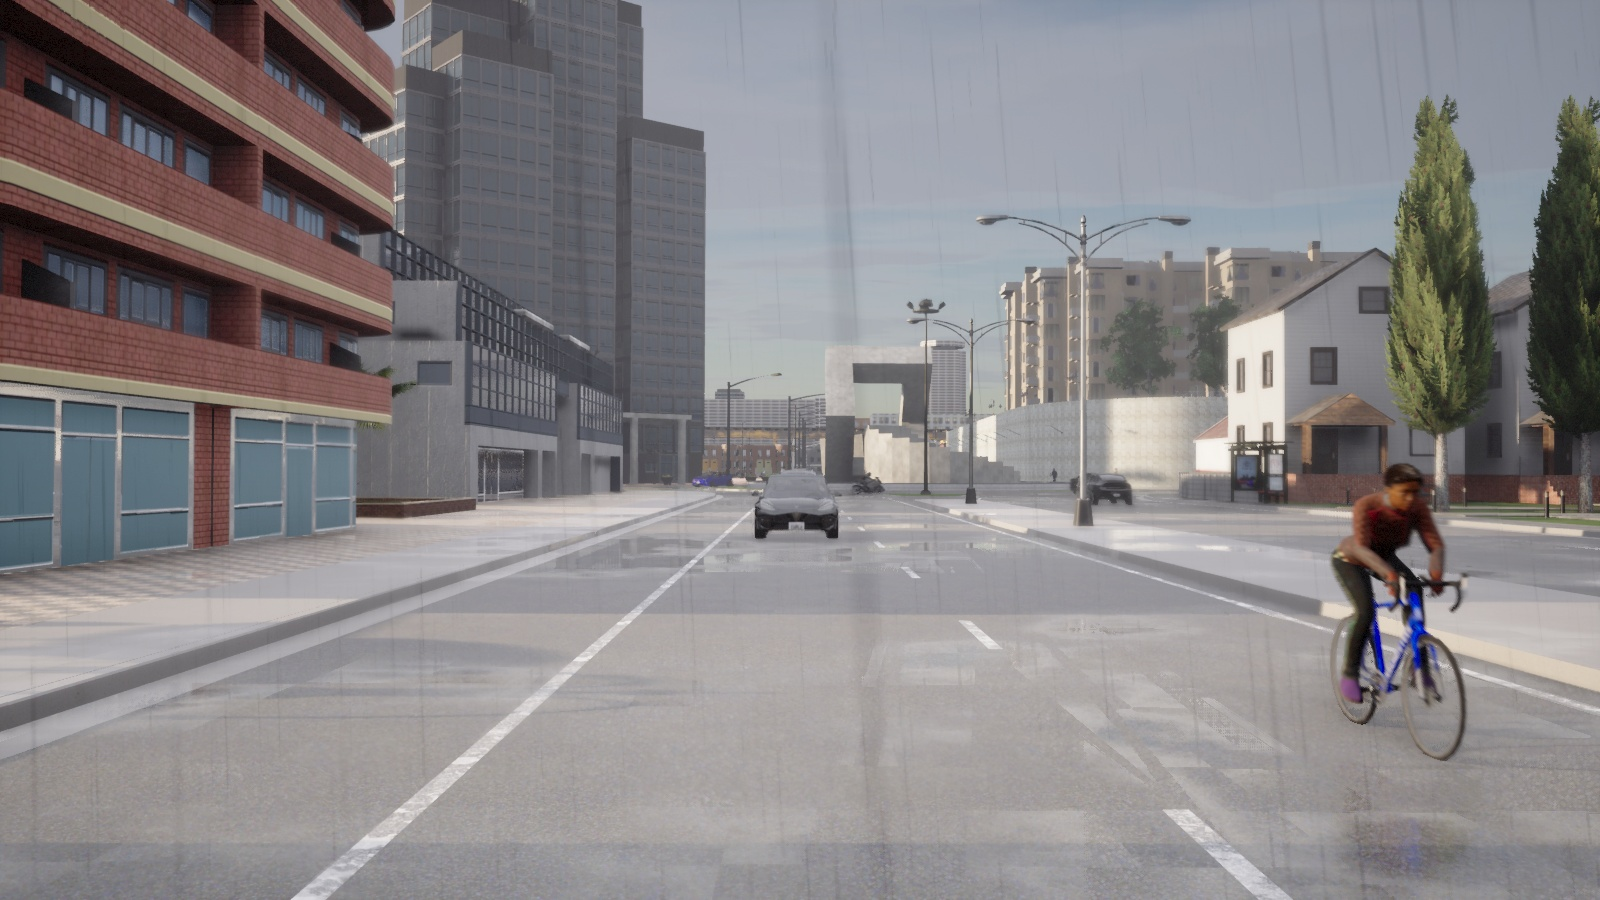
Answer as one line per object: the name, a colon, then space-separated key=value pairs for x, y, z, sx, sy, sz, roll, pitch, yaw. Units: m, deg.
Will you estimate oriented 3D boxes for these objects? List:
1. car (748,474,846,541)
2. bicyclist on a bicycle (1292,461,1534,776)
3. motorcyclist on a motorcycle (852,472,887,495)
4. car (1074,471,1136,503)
car: x=-0.071 y=1.323 z=30.317 sx=2.163 sy=1.488 sz=4.792 roll=0 pitch=-1 yaw=0
bicyclist on a bicycle: x=3.483 y=0.876 z=7.304 sx=0.582 sy=1.620 sz=1.656 roll=0 pitch=-1 yaw=0
motorcyclist on a motorcycle: x=4.589 y=2.214 z=82.569 sx=2.191 sy=1.530 sz=0.866 roll=0 pitch=-1 yaw=14
car: x=14.864 y=1.788 z=61.370 sx=1.837 sy=1.490 sz=4.892 roll=0 pitch=-1 yaw=0
